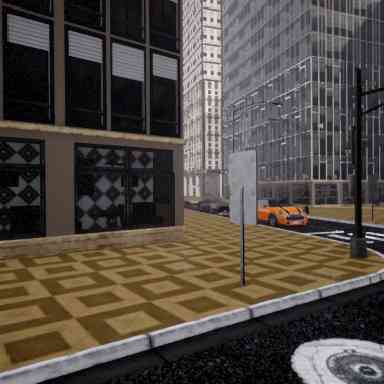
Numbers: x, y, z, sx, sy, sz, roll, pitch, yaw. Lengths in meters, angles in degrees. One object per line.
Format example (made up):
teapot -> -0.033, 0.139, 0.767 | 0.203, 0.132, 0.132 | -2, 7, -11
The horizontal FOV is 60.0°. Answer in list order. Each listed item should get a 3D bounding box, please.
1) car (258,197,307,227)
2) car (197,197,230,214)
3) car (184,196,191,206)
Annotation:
car -> 5.330, 1.172, 21.451 | 2.097, 1.767, 4.553 | -1, 1, -18
car -> 2.065, 1.226, 31.188 | 2.033, 1.411, 5.357 | -1, 1, -18
car -> -1.754, 1.058, 42.557 | 2.033, 1.411, 5.357 | -1, 1, -18
